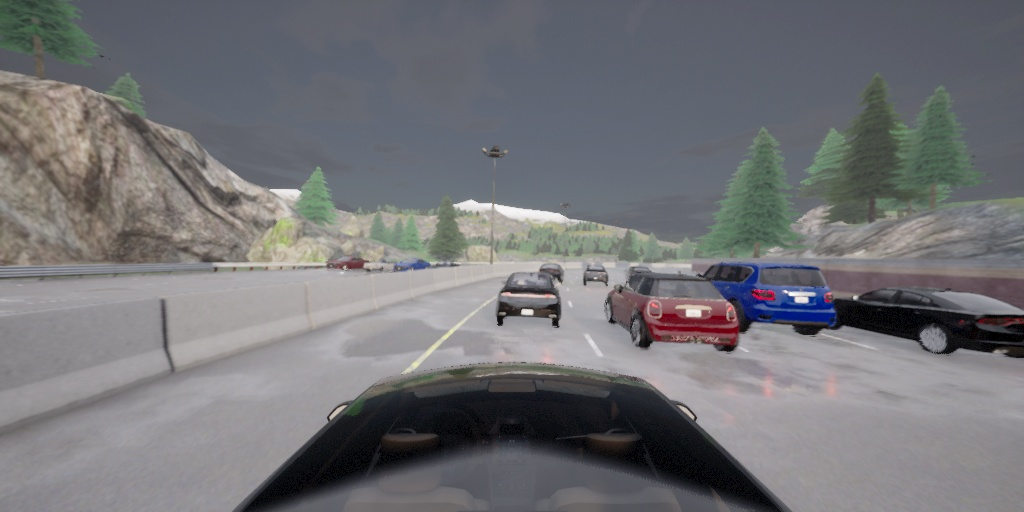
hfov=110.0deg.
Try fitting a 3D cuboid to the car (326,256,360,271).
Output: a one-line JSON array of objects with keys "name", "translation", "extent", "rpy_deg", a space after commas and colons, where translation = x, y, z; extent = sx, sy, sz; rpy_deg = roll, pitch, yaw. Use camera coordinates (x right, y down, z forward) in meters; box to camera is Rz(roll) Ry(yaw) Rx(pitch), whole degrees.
[{"name": "car", "translation": [-16.815, 0.715, 36.845], "extent": [1.882, 1.535, 5.008], "rpy_deg": [2, 0, 13]}]

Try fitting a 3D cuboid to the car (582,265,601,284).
[{"name": "car", "translation": [6.643, 1.459, 28.708], "extent": [2.128, 1.511, 4.902], "rpy_deg": [2, 0, 12]}]

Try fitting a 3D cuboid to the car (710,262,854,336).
[{"name": "car", "translation": [7.601, 1.213, 11.791], "extent": [2.150, 2.045, 5.566], "rpy_deg": [2, 0, 5]}]

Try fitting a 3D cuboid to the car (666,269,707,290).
[{"name": "car", "translation": [13.751, 1.791, 28.586], "extent": [1.895, 1.301, 4.718], "rpy_deg": [2, 0, 13]}]

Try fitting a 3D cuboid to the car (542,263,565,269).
[{"name": "car", "translation": [3.271, 1.340, 29.651], "extent": [1.882, 1.535, 5.008], "rpy_deg": [2, 0, 12]}]

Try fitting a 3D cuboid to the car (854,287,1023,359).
[{"name": "car", "translation": [10.956, 1.573, 9.800], "extent": [1.882, 1.535, 5.008], "rpy_deg": [2, 0, 4]}]

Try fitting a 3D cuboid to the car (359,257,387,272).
[{"name": "car", "translation": [-13.199, 0.951, 37.023], "extent": [1.895, 1.301, 4.718], "rpy_deg": [2, 0, 14]}]

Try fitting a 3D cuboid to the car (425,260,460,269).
[{"name": "car", "translation": [-6.437, 1.126, 35.192], "extent": [1.994, 1.385, 4.181], "rpy_deg": [2, 0, 13]}]

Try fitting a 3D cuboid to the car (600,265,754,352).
[{"name": "car", "translation": [3.951, 1.228, 9.666], "extent": [2.097, 1.767, 4.553], "rpy_deg": [2, 0, 3]}]

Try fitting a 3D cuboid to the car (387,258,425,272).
[{"name": "car", "translation": [-9.905, 0.931, 35.699], "extent": [1.882, 1.535, 5.008], "rpy_deg": [2, 0, 13]}]

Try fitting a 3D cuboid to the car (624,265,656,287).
[{"name": "car", "translation": [10.391, 1.590, 29.457], "extent": [1.837, 1.490, 4.892], "rpy_deg": [2, 0, 13]}]

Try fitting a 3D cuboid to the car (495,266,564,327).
[{"name": "car", "translation": [0.604, 1.264, 11.773], "extent": [2.128, 1.511, 4.902], "rpy_deg": [2, 0, 5]}]
